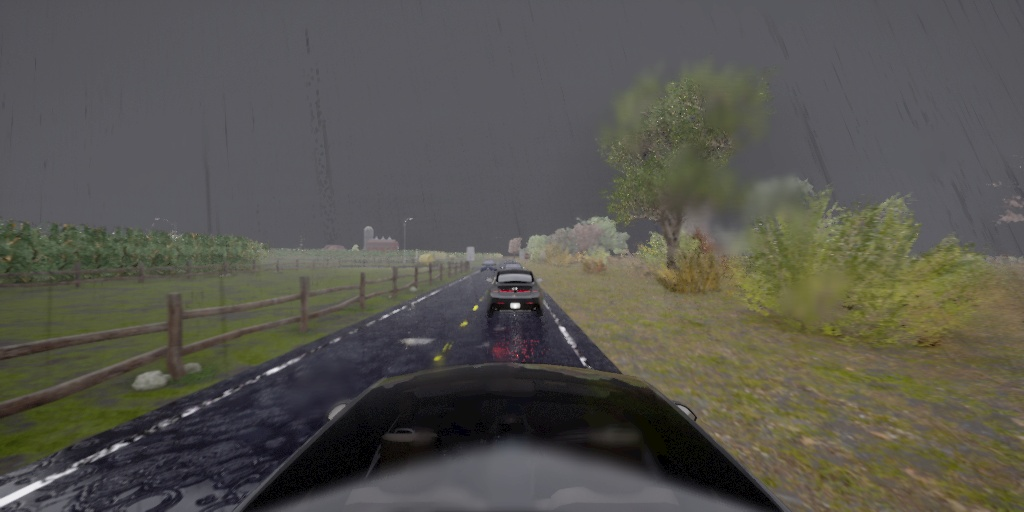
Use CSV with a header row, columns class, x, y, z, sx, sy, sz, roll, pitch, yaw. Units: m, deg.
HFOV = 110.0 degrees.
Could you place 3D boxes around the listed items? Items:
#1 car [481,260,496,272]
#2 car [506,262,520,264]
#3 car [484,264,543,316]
class,x,y,z,sx,sy,sz,roll,pitch,yaw
car,-2.790,1.224,44.492,2.033,1.411,5.357,0,0,0
car,0.088,1.242,30.339,2.033,1.411,5.357,0,0,0
car,0.097,1.231,13.324,1.837,1.490,4.892,0,1,0
